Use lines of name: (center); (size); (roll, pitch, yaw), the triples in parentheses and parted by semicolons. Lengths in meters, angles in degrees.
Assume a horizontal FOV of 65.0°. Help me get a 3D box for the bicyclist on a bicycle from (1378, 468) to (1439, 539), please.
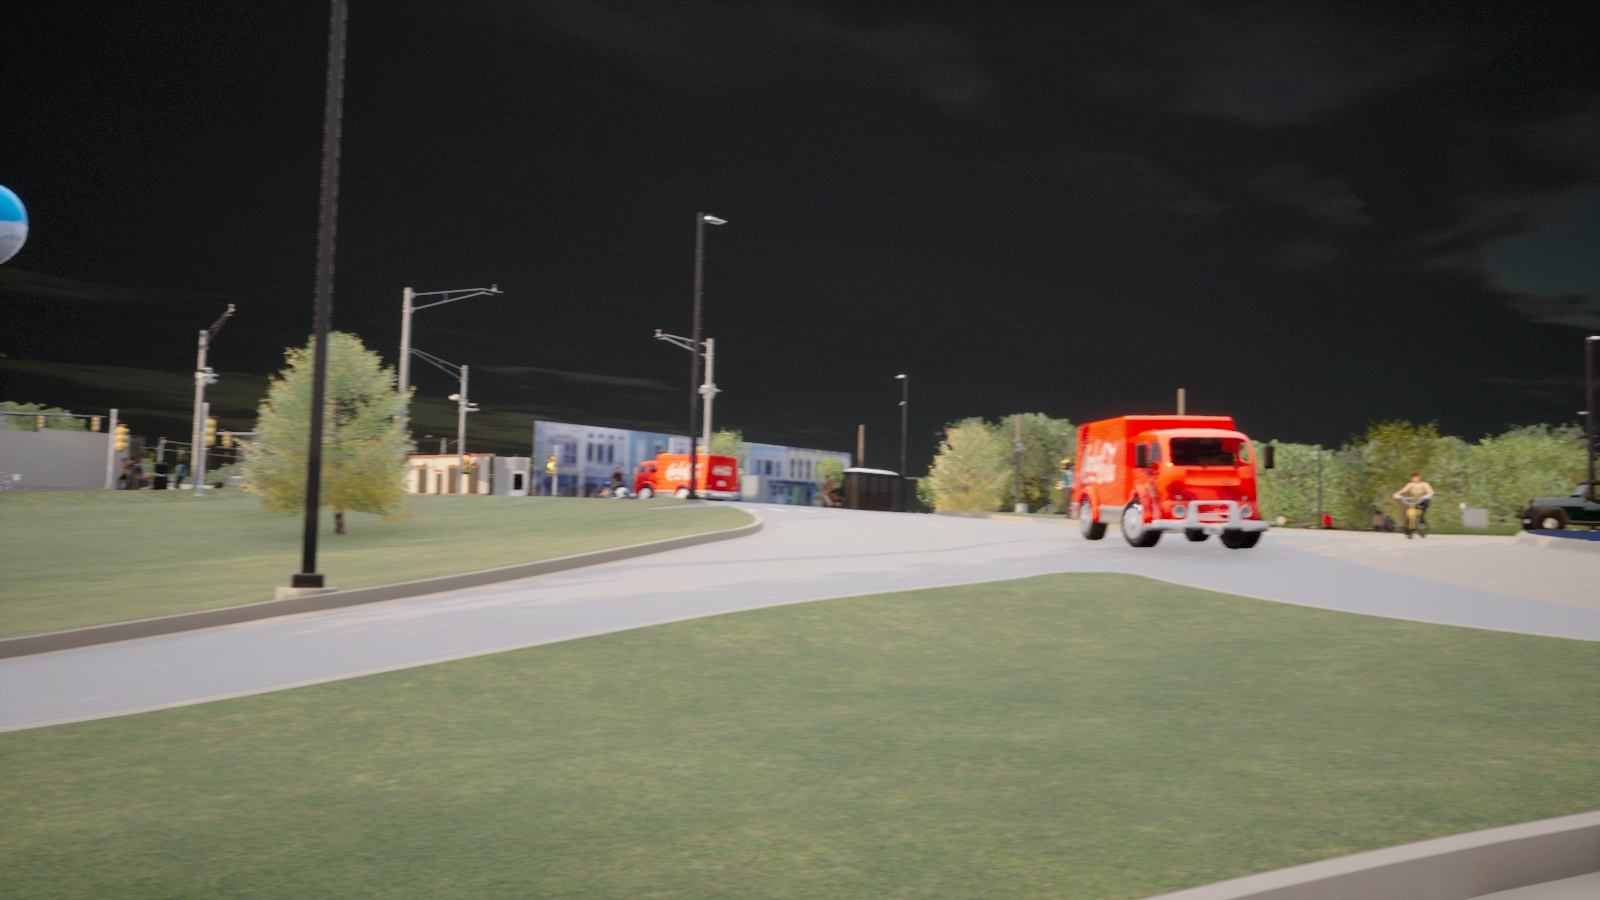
bicyclist on a bicycle: (14.420, 1.258, 29.763); (0.866, 1.612, 1.509); (-2, -3, 42)

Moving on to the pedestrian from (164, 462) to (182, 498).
pedestrian: (-33.557, 1.597, 67.195); (0.692, 1.930, 0.396); (-1, -5, 23)

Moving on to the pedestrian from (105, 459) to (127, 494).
pedestrian: (-35.351, 1.377, 64.921); (0.328, 1.805, 0.869); (-2, -5, 36)

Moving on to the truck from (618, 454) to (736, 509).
truck: (-5.927, 1.532, 60.373); (5.204, 2.467, 2.627); (-1, -5, 38)

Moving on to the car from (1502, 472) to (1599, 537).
car: (23.784, 1.693, 38.290); (3.866, 1.878, 1.905); (1, -3, 18)

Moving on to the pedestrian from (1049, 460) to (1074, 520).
pedestrian: (8.530, 1.300, 41.000); (0.692, 1.930, 0.396); (3, -5, -24)

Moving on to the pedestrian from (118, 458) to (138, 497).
pedestrian: (-34.979, 1.429, 65.395); (0.423, 1.949, 0.788); (0, -4, 11)

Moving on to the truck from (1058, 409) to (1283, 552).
truck: (6.960, 0.579, 24.360); (2.627, 2.467, 5.204); (0, -1, -3)

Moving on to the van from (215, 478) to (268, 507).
van: (-40.172, 3.072, 90.329); (4.442, 1.987, 1.775); (-2, -5, 43)

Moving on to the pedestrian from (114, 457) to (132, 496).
pedestrian: (-34.591, 1.351, 64.187); (0.666, 1.930, 0.402); (4, -5, -34)

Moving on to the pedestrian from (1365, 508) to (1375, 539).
pedestrian: (33.981, 4.384, 74.854); (0.328, 1.805, 0.869); (-2, -5, 35)
